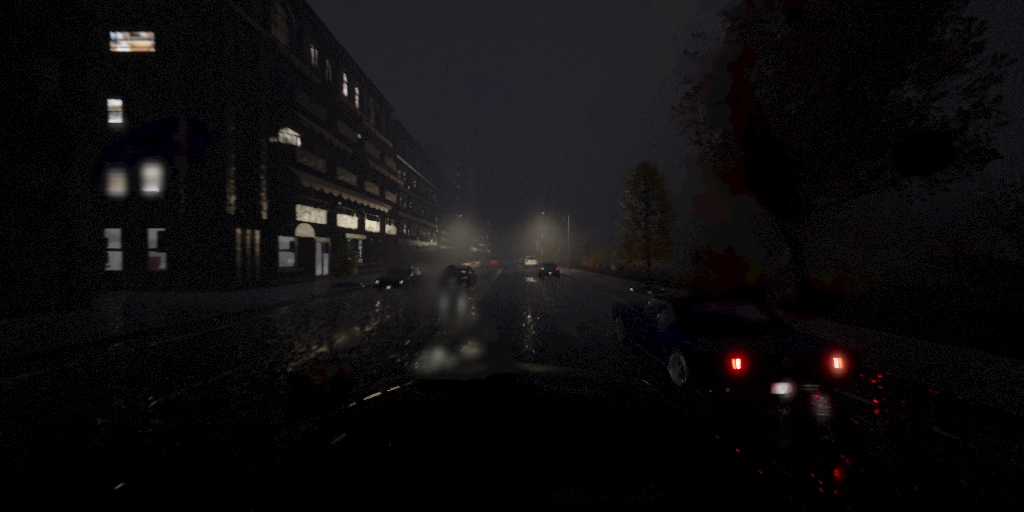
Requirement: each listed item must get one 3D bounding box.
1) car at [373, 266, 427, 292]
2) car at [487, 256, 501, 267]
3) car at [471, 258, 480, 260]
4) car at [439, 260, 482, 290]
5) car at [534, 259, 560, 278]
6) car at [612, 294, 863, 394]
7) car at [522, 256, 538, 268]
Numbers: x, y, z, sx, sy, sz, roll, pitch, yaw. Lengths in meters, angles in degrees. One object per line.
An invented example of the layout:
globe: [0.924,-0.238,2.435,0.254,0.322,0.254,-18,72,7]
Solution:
car: [-6.597,1.299,21.826,2.033,1.411,5.357,0,0,0]
car: [-3.268,0.985,65.207,2.150,2.045,5.566,0,0,0]
car: [-6.520,1.121,63.778,2.097,1.767,4.553,0,0,0]
car: [-3.342,1.243,22.778,2.128,1.511,4.902,0,0,0]
car: [3.344,1.279,33.750,1.812,1.442,4.674,0,0,0]
car: [3.348,1.351,6.654,1.895,1.301,4.718,0,0,0]
car: [3.241,0.977,61.216,2.150,2.045,5.566,0,0,0]
